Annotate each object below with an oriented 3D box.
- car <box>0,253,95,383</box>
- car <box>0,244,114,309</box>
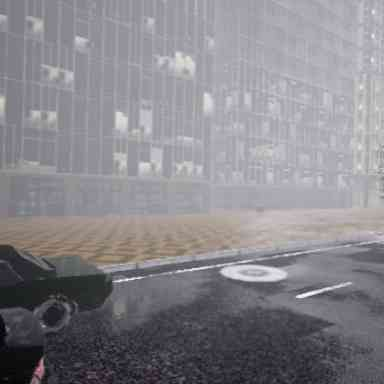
[{"bbox_3d":[-3.207,1.454,1.465,4.902,1.511,2.128,1,0,-35],"label":"car"},{"bbox_3d":[-3.753,1.548,5.041,4.718,1.301,1.895,0,0,-35],"label":"car"}]
